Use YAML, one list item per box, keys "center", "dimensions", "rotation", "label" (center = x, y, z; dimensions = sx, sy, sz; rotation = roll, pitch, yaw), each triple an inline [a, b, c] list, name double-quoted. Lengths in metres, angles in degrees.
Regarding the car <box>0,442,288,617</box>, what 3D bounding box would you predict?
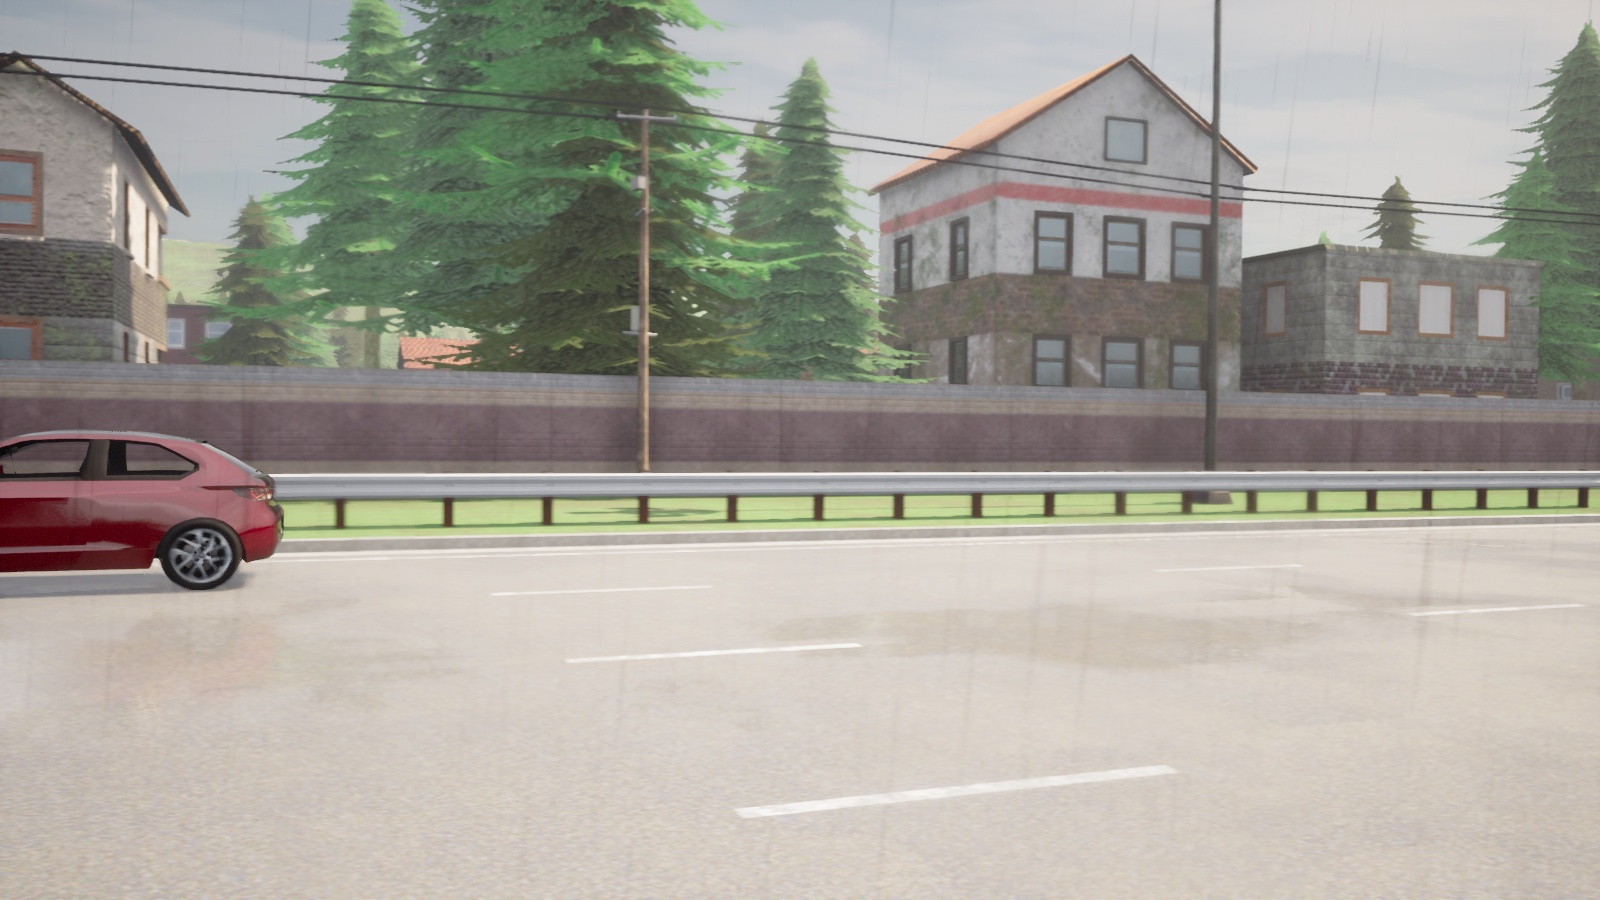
- center: [-7.097, 0.697, 11.776]
  dimensions: [4.193, 1.474, 1.816]
  rotation: [-1, 1, -21]
  label: "car"
